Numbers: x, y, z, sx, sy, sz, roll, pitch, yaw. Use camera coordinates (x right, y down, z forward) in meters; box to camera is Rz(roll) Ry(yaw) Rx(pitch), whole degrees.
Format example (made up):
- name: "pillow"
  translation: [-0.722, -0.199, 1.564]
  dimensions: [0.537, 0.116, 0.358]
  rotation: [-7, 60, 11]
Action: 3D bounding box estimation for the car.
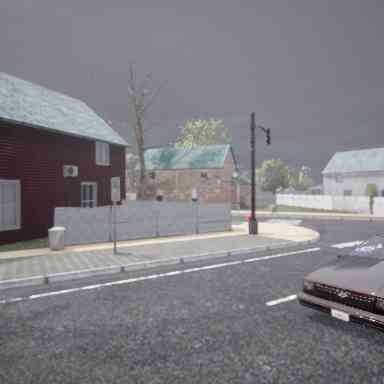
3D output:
- name: "car"
  translation: [4.491, 1.542, 6.767]
  dimensions: [5.357, 1.411, 2.033]
  rotation: [0, 0, -35]
